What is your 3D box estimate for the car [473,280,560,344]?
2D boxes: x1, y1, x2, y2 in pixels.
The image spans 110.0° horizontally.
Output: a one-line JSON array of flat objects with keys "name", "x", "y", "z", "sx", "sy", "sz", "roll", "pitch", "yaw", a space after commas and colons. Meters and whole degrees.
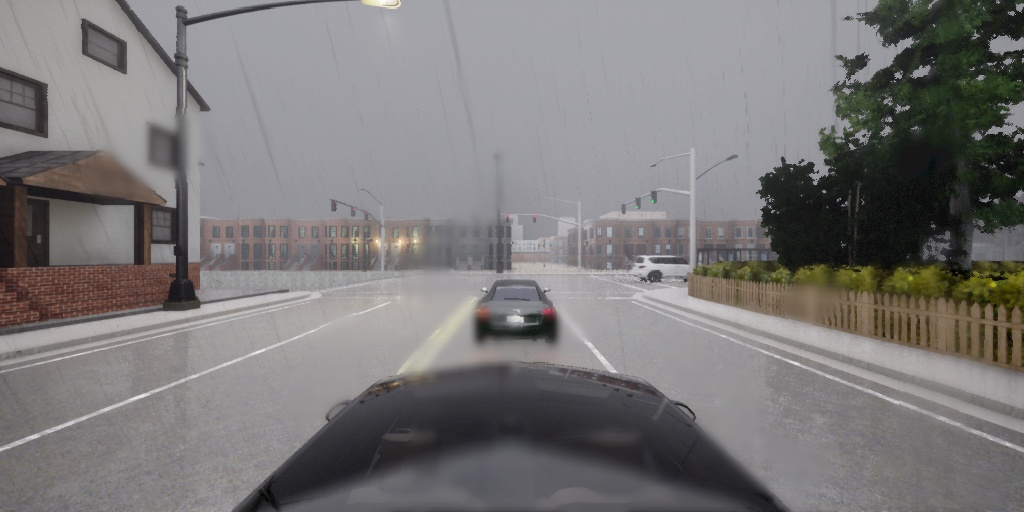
[{"name": "car", "x": 0.101, "y": 1.314, "z": 9.569, "sx": 1.994, "sy": 1.385, "sz": 4.181, "roll": 0, "pitch": 0, "yaw": 0}]

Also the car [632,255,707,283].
[{"name": "car", "x": 11.913, "y": 0.971, "z": 26.986, "sx": 5.566, "sy": 2.045, "sz": 2.150, "roll": 0, "pitch": 0, "yaw": 0}]
